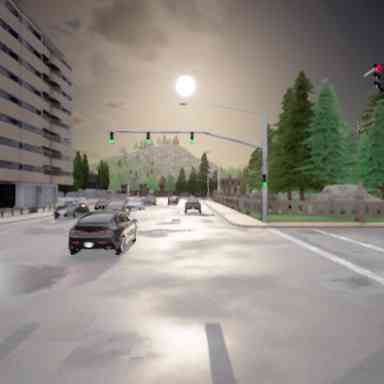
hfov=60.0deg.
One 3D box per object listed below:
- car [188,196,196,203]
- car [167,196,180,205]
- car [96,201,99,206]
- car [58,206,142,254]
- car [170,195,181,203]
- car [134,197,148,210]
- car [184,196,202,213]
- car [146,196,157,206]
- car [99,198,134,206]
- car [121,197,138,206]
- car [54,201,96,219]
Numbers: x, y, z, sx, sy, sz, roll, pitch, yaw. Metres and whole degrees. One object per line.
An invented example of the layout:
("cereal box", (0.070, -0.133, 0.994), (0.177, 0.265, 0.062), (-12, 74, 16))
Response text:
("car", (0.003, 1.592, 70.850), (1.812, 1.442, 4.674), (0, 0, 0))
("car", (-3.497, 1.555, 60.874), (2.128, 1.511, 4.902), (0, 0, 0))
("car", (-10.583, 1.618, 40.918), (1.994, 1.385, 4.181), (0, 0, 0))
("car", (-3.399, 1.499, 13.392), (1.837, 1.490, 4.892), (0, 0, 0))
("car", (-3.497, 1.470, 70.465), (2.033, 1.411, 5.357), (0, 0, 0))
("car", (-7.080, 1.576, 41.714), (1.812, 1.442, 4.674), (0, 0, 0))
("car", (0.102, 1.543, 38.399), (1.837, 1.490, 4.892), (0, 0, 0))
("car", (-7.048, 1.417, 55.781), (2.097, 1.767, 4.553), (0, 0, 0))
("car", (-7.087, 1.567, 31.681), (1.812, 1.442, 4.674), (0, 0, 0))
("car", (-10.541, 1.632, 56.377), (1.994, 1.385, 4.181), (0, 0, 1))
("car", (-10.591, 1.535, 29.540), (2.128, 1.511, 4.902), (0, 0, 0))
